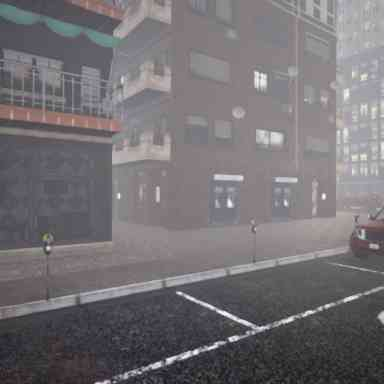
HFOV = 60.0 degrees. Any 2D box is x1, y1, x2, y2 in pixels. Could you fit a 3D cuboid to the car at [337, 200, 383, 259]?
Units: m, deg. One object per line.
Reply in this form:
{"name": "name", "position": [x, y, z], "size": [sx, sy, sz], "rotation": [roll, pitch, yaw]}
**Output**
{"name": "car", "position": [7.506, 1.315, 11.424], "size": [5.009, 1.841, 2.192], "rotation": [0, 0, -35]}

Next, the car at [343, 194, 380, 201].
{"name": "car", "position": [19.367, 1.104, 38.952], "size": [2.192, 1.841, 5.009], "rotation": [1, 0, -36]}

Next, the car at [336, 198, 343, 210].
{"name": "car", "position": [12.752, 1.326, 34.202], "size": [1.802, 1.307, 4.206], "rotation": [1, 0, -36]}
